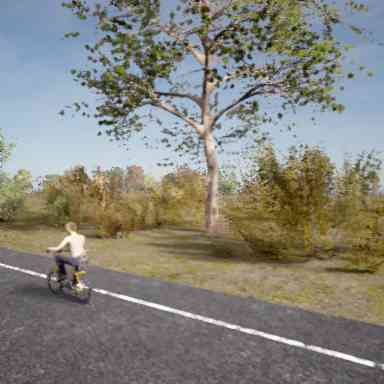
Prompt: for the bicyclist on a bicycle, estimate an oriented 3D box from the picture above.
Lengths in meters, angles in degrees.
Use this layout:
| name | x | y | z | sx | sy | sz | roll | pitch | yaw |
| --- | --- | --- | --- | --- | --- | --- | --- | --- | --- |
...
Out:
| name | x | y | z | sx | sy | sz | roll | pitch | yaw |
| --- | --- | --- | --- | --- | --- | --- | --- | --- | --- |
| bicyclist on a bicycle | -2.569 | 1.422 | 6.914 | 1.509 | 1.612 | 0.866 | 0 | 0 | 35 |
